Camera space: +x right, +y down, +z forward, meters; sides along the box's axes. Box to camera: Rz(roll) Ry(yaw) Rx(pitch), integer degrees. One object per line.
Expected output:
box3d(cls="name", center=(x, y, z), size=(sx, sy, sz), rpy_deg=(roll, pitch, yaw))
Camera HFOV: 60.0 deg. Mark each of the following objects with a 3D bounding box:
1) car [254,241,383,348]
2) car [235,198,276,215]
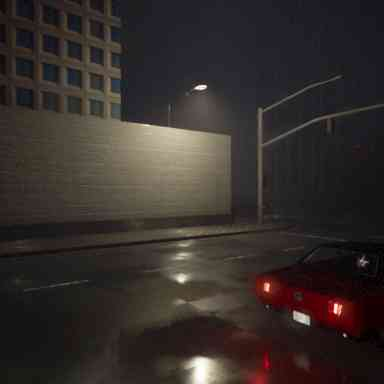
box3d(cls="car", center=(3.467, 1.605, 6.259), size=(4.718, 1.301, 1.895), rpy_deg=(0, 0, -35))
box3d(cls="car", center=(6.637, 1.424, 35.037), size=(2.097, 1.767, 4.553), rpy_deg=(0, 0, -35))
